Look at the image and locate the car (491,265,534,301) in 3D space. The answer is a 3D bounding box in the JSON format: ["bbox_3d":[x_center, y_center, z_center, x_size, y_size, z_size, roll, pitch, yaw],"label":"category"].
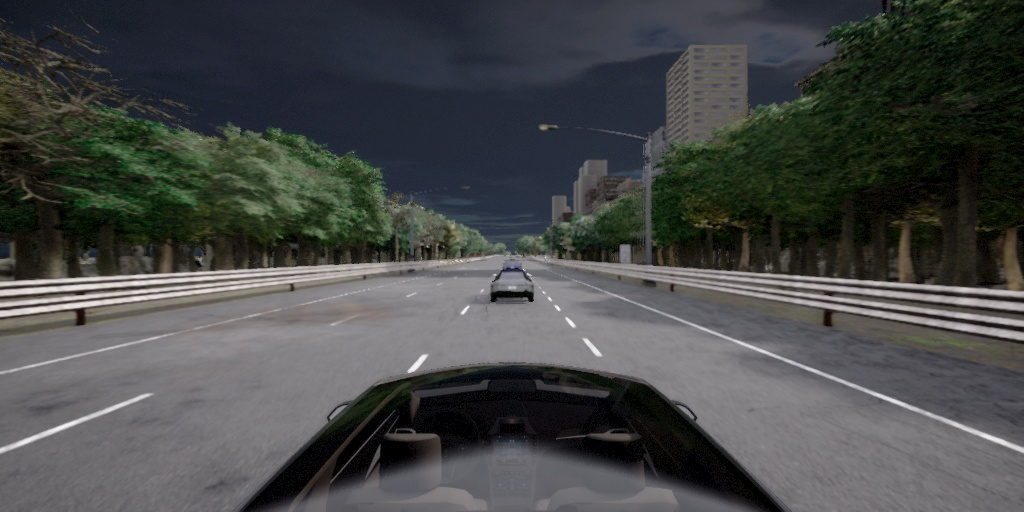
[{"bbox_3d":[0.015,1.332,17.457,1.994,1.385,4.181,0,0,0],"label":"car"}]

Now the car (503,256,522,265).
[{"bbox_3d":[0.037,1.168,39.398,2.097,1.767,4.553,0,0,0],"label":"car"}]
